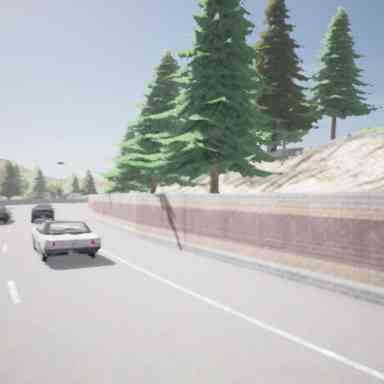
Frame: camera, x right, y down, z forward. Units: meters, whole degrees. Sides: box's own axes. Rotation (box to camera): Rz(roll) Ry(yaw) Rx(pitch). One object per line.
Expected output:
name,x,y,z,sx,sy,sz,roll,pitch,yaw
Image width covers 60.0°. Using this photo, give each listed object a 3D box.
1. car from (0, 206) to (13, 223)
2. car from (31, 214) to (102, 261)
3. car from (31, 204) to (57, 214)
car,-16.062,1.797,27.504,1.994,1.385,4.181,1,-1,-23
car,-5.042,1.736,12.937,1.895,1.301,4.718,1,-1,-30
car,-12.999,1.792,29.213,1.837,1.490,4.892,1,-1,-23
